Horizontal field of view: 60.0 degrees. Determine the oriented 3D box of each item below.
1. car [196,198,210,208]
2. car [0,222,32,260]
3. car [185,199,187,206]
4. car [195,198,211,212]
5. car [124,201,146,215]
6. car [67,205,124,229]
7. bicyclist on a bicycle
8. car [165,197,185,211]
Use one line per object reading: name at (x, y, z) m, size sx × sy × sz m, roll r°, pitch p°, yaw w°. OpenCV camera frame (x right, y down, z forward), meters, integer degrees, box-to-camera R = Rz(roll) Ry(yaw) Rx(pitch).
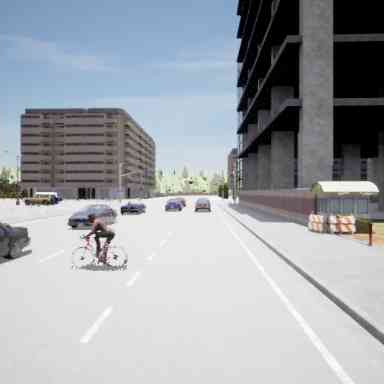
car at (1.610, 1.564, 49.210) m, size 1.994 × 1.385 × 4.181 m, roll 0°, pitch 0°, yaw 2°
car at (-6.824, 1.548, 9.783) m, size 2.033 × 1.411 × 5.357 m, roll 0°, pitch 0°, yaw 2°
car at (-1.850, 1.526, 50.466) m, size 1.812 × 1.442 × 4.674 m, roll 0°, pitch 0°, yaw 2°
car at (1.296, 1.547, 38.886) m, size 2.033 × 1.411 × 5.357 m, roll 0°, pitch 0°, yaw 3°
car at (-5.983, 1.601, 34.076) m, size 1.895 × 1.301 × 4.718 m, roll 0°, pitch 0°, yaw 2°
car at (-6.378, 1.548, 22.052) m, size 2.033 × 1.411 × 5.357 m, roll 0°, pitch 0°, yaw 2°
bicyclist on a bicycle at (-2.718, 1.454, 9.679) m, size 1.656 × 1.620 × 0.582 m, roll -2°, pitch 0°, yaw 2°
car at (-2.156, 1.526, 40.287) m, size 1.812 × 1.442 × 4.674 m, roll 0°, pitch 0°, yaw 2°
